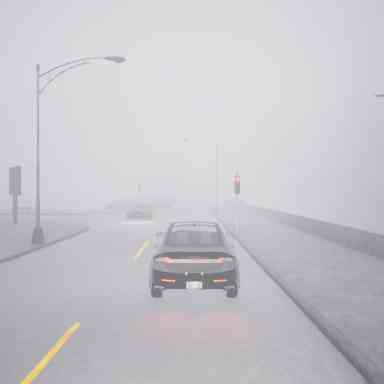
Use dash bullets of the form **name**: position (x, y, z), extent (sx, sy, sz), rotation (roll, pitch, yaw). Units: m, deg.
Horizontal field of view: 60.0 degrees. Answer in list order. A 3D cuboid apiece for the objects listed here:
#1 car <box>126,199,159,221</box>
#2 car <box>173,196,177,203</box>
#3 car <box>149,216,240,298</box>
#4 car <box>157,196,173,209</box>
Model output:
- **car**: position (-4.110, 1.563, 27.239), extent (1.994, 1.385, 4.181), rotation (0, 0, 0)
- **car**: position (-4.042, 1.547, 67.802), extent (2.033, 1.411, 5.357), rotation (0, 0, 0)
- **car**: position (0.059, 1.492, 8.514), extent (2.128, 1.511, 4.902), rotation (0, 0, 0)
- **car**: position (-4.116, 1.352, 46.257), extent (2.097, 1.767, 4.553), rotation (0, 0, 0)
